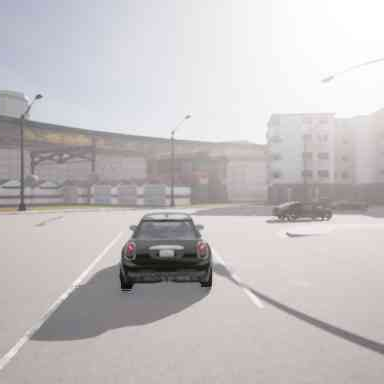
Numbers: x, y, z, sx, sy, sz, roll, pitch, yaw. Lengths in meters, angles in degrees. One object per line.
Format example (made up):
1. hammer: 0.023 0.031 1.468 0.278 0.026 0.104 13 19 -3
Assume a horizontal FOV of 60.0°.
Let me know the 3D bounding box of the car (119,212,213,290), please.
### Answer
1. car: -0.694 1.337 9.273 2.097 1.767 4.553 0 0 -4

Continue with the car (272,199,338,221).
1. car: 8.544 1.474 25.864 4.674 1.442 1.812 0 0 -12

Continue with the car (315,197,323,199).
1. car: 15.754 1.422 40.704 4.892 1.490 1.837 0 0 0

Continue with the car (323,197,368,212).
1. car: 17.343 1.485 37.211 4.181 1.385 1.994 0 0 1
